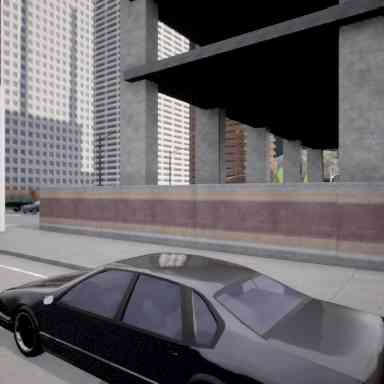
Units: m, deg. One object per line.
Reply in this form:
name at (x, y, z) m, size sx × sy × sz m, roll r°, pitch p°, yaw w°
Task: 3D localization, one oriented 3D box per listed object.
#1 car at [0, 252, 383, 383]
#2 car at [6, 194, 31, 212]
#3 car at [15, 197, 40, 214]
car at (-0.411, 1.547, 4.285) m, size 5.357 × 1.411 × 2.033 m, roll 0°, pitch 0°, yaw 35°
car at (-19.873, 1.221, 35.634) m, size 2.150 × 2.045 × 5.566 m, roll 0°, pitch 0°, yaw 36°
car at (-15.732, 1.526, 35.357) m, size 1.812 × 1.442 × 4.674 m, roll 0°, pitch 0°, yaw 36°
